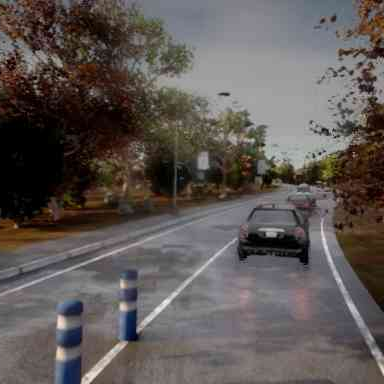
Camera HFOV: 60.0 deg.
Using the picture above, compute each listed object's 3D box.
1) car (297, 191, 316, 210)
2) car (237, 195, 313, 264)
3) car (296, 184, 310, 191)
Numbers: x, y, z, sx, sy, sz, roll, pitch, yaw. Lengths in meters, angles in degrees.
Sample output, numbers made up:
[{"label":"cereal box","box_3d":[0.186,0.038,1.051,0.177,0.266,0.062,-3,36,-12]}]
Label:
[{"label":"car","box_3d":[8.047,0.841,24.669,1.895,1.301,4.718,0,3,25]},{"label":"car","box_3d":[2.975,1.173,11.599,2.097,1.767,4.553,0,2,19]},{"label":"car","box_3d":[18.927,-0.668,56.455,1.812,1.442,4.674,0,3,23]}]
